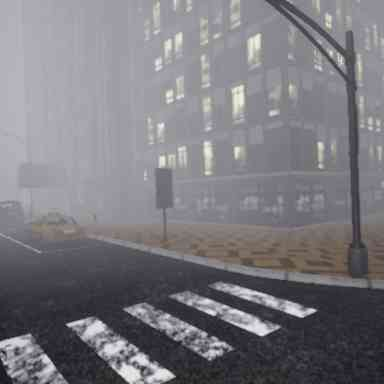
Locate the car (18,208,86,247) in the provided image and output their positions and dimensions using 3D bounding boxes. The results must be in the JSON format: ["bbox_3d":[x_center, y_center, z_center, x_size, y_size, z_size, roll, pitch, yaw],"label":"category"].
[{"bbox_3d":[-6.466,1.618,15.444,1.752,1.417,4.829,-1,0,-39],"label":"car"}]

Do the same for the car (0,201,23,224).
[{"bbox_3d":[-13.923,1.587,24.783,2.192,1.841,5.009,-1,0,-39],"label":"car"}]
